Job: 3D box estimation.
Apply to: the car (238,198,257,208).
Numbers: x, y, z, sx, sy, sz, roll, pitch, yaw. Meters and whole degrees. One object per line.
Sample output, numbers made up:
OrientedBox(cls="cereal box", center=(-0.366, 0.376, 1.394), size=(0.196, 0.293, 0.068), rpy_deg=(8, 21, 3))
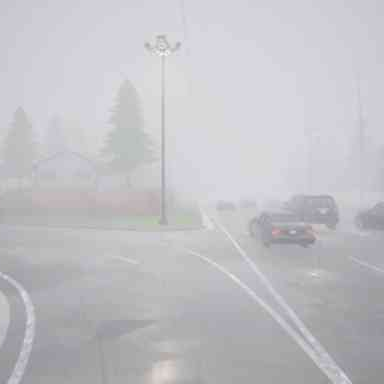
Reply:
OrientedBox(cls="car", center=(7.376, 1.464, 44.046), size=(1.812, 1.442, 4.674), rpy_deg=(0, 0, 0))

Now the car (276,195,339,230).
OrientedBox(cls="car", center=(7.252, 1.182, 20.993), size=(2.150, 2.045, 5.566), rpy_deg=(0, 0, 0))

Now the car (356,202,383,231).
OrientedBox(cls="car", center=(10.734, 1.306, 17.860), size=(2.097, 1.767, 4.553), rpy_deg=(0, 0, 0))

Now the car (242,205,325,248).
OrientedBox(cls="car", center=(3.719, 1.523, 14.700), size=(2.033, 1.411, 5.357), rpy_deg=(0, 0, 0))

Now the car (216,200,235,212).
OrientedBox(cls="car", center=(3.848, 1.554, 38.646), size=(1.895, 1.301, 4.718), rpy_deg=(0, 0, 0))

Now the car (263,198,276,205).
OrientedBox(cls="car", center=(10.879, 1.492, 44.640), size=(1.994, 1.385, 4.181), rpy_deg=(0, 0, 0))
